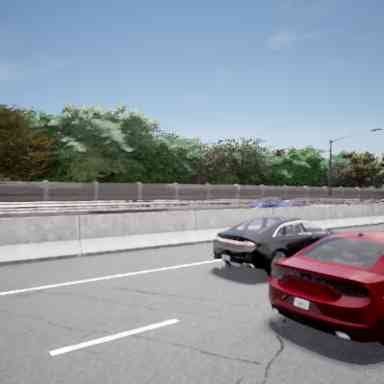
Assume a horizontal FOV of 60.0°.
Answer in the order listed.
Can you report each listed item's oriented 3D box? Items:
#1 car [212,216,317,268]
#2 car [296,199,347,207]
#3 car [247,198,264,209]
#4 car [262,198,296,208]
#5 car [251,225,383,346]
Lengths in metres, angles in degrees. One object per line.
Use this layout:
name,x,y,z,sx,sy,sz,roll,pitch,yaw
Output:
car,2.865,1.494,10.032,4.902,1.511,2.128,0,0,-35
car,11.721,1.379,29.142,4.553,1.767,2.097,0,0,-34
car,7.884,1.373,34.999,4.553,1.767,2.097,0,0,-34
car,9.584,1.570,31.932,5.357,1.411,2.033,0,0,-34
car,3.625,1.481,6.290,5.008,1.535,1.882,0,0,-35
